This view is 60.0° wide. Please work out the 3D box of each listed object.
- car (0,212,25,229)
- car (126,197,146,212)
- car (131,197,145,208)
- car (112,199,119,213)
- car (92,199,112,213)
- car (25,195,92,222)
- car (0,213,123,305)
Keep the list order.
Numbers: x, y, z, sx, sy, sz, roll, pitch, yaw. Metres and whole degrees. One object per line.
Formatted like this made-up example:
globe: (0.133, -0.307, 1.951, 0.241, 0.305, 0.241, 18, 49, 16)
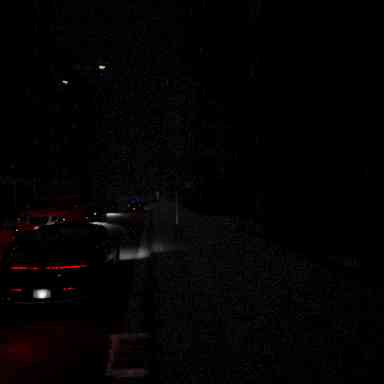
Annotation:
car: (-5.584, 1.322, 7.124, 2.097, 1.767, 4.553, 0, 0, -8)
car: (-6.554, 1.549, 38.542, 1.895, 1.301, 4.718, 0, 0, -6)
car: (-7.841, 1.468, 48.648, 1.812, 1.442, 4.674, 0, 0, -7)
car: (-9.226, 1.480, 36.883, 2.033, 1.411, 5.357, 0, 0, -7)
car: (-8.033, 1.492, 26.854, 2.033, 1.411, 5.357, 0, 0, -7)
car: (-6.786, 1.179, 16.678, 2.150, 2.045, 5.566, 0, 0, -7)
car: (-2.861, 1.490, 8.093, 1.837, 1.490, 4.892, 0, 0, -7)
